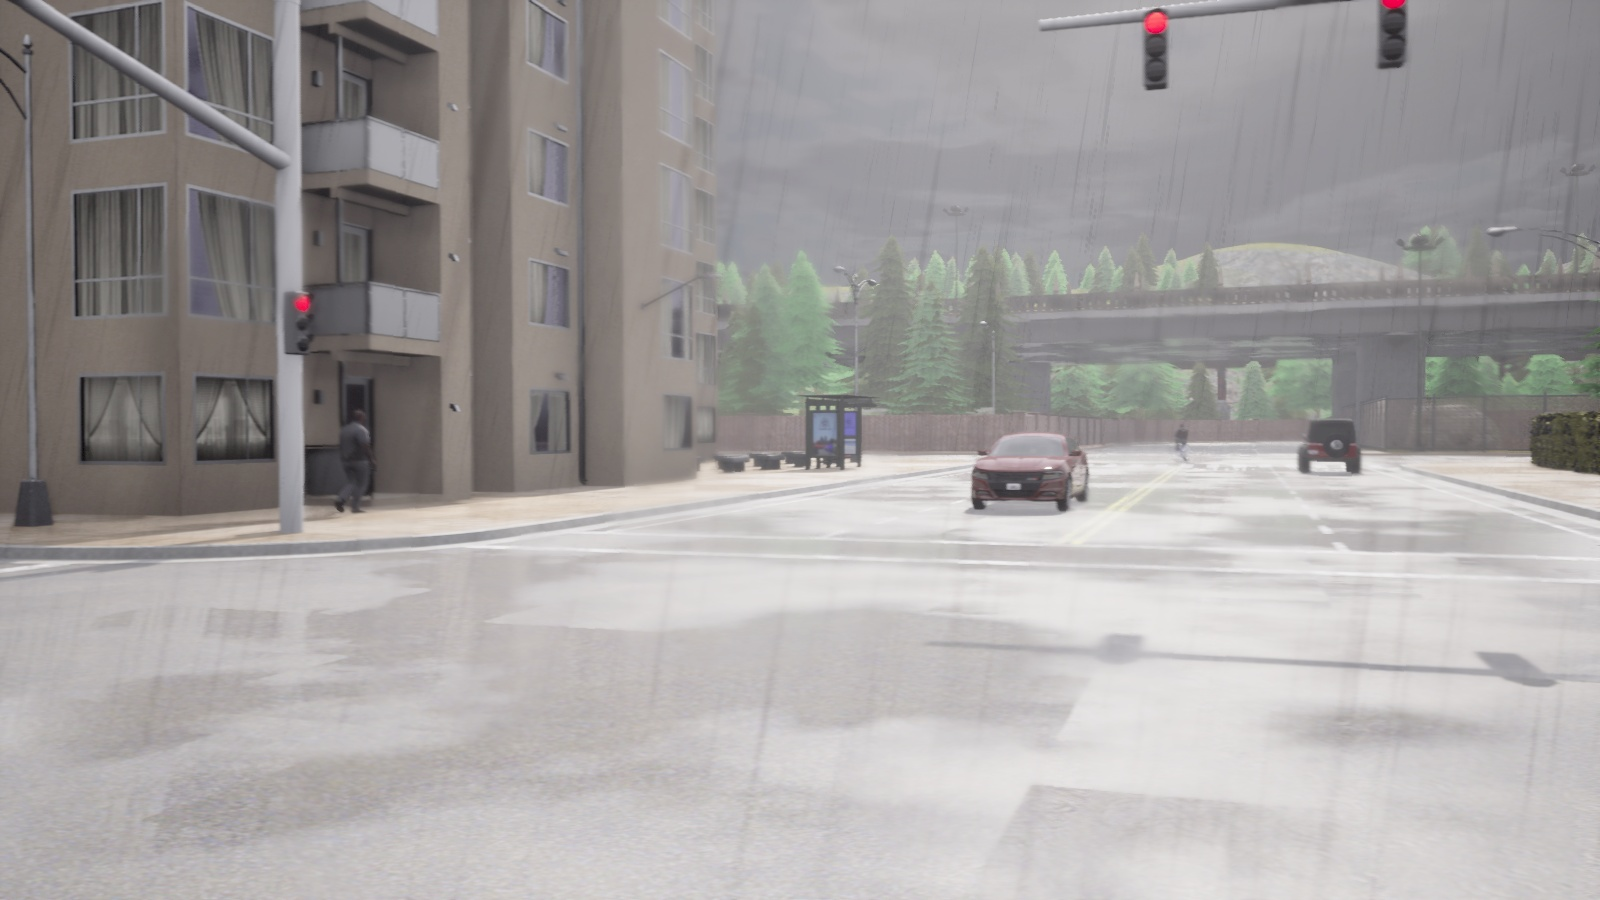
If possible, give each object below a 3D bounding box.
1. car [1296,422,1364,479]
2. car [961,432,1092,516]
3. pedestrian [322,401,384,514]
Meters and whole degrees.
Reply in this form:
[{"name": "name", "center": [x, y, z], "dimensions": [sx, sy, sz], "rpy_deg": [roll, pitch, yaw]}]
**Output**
[{"name": "car", "center": [18.434, -0.010, 43.820], "dimensions": [1.905, 1.878, 3.866], "rpy_deg": [1, 1, 19]}, {"name": "car", "center": [4.776, 0.408, 25.872], "dimensions": [1.882, 1.535, 5.008], "rpy_deg": [1, 1, 19]}, {"name": "pedestrian", "center": [-7.602, 0.114, 21.382], "dimensions": [0.563, 1.883, 0.849], "rpy_deg": [1, 1, 26]}]
